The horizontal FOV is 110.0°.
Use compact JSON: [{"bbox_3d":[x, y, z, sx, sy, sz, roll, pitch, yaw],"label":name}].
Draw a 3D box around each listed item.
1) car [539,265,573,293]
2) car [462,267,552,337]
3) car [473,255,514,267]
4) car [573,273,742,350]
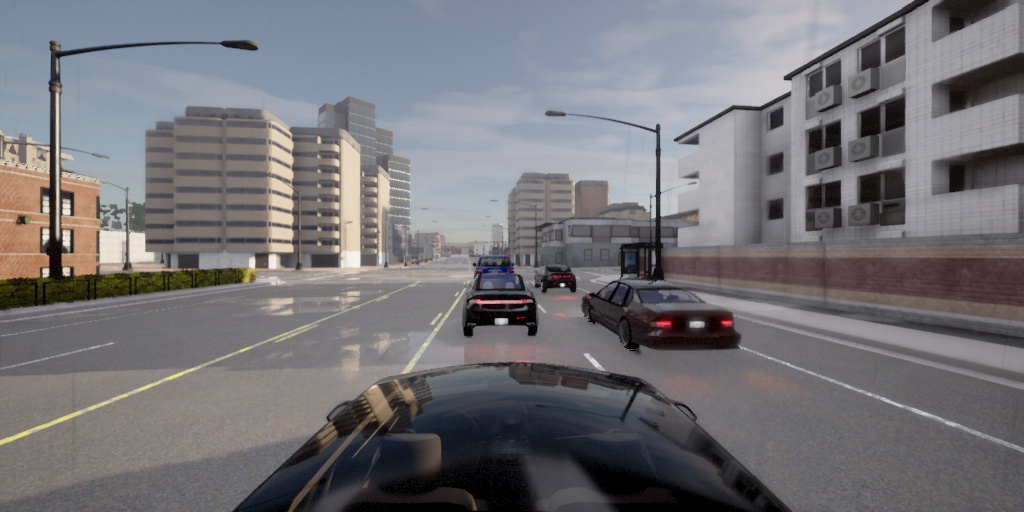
[{"bbox_3d":[2.431,1.250,20.934,1.837,1.490,4.892,0,0,-4],"label":"car"},{"bbox_3d":[-0.377,1.239,10.374,2.128,1.511,4.902,0,0,-3],"label":"car"},{"bbox_3d":[-1.017,0.967,20.077,2.150,2.045,5.566,0,0,-4],"label":"car"},{"bbox_3d":[3.220,1.295,9.030,2.033,1.411,5.357,0,0,-3],"label":"car"}]
